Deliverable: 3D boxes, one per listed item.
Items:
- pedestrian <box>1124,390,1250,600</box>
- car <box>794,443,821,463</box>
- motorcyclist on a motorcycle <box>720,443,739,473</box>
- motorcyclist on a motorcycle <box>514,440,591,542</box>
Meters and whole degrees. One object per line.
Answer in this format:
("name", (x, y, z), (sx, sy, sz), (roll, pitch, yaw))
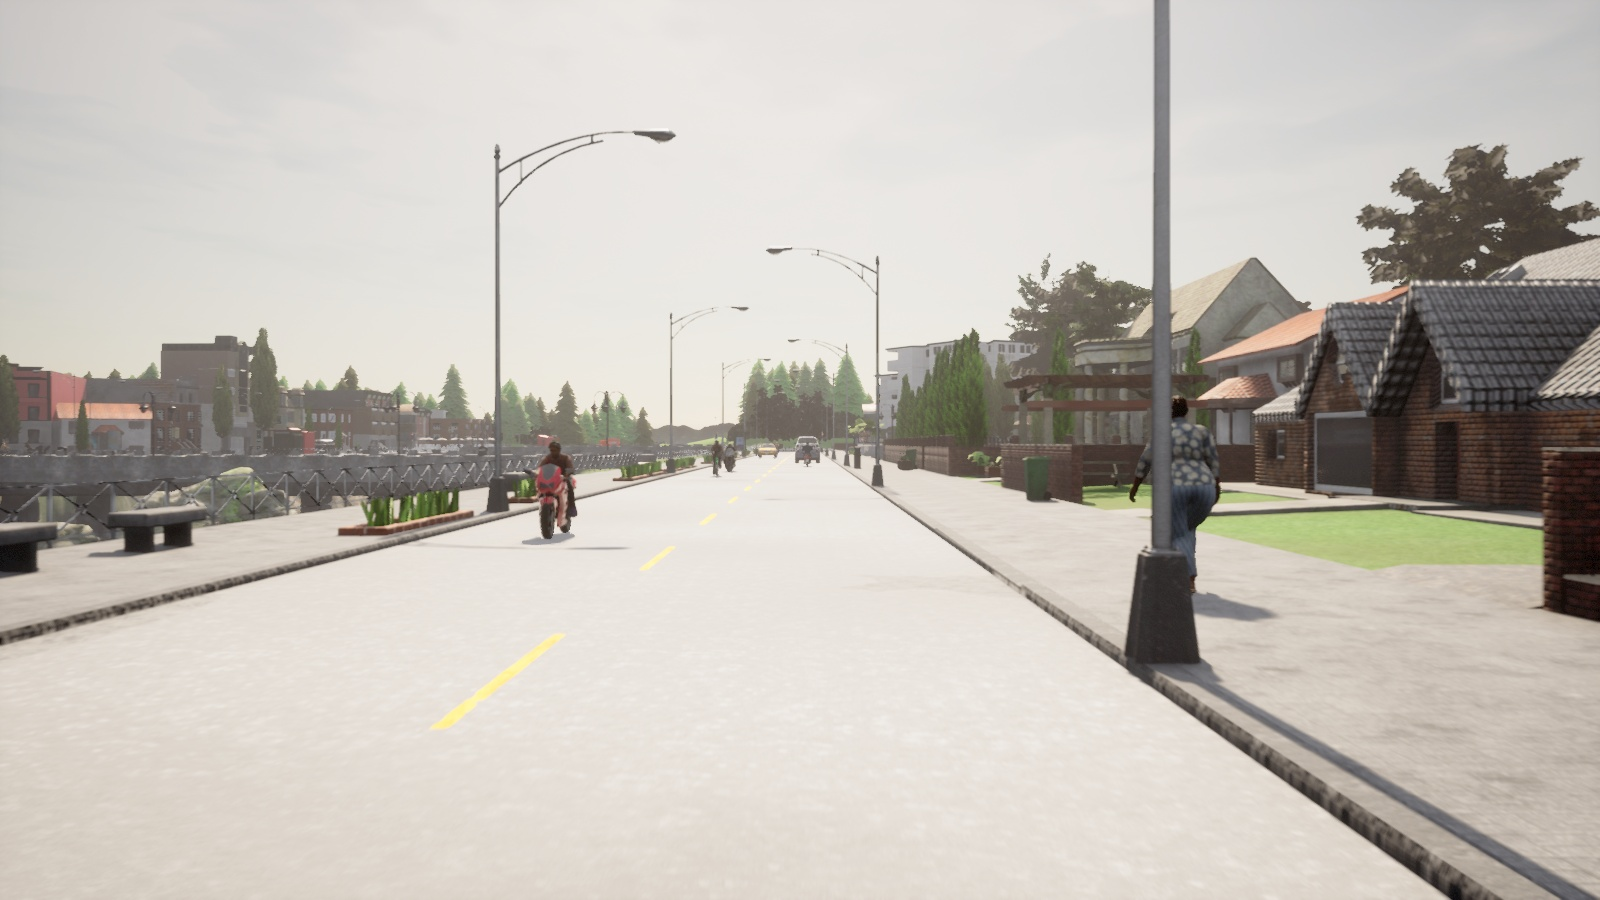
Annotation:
("pedestrian", (3.528, 0.394, 11.521), (0.874, 1.855, 0.900), (0, 0, 1))
("car", (0.563, 0.179, 94.646), (1.970, 1.475, 3.806), (0, 0, 0))
("motorcyclist on a motorcycle", (-3.613, 0.415, 64.516), (0.866, 1.530, 2.191), (0, 0, 0))
("motorcyclist on a motorcycle", (-3.871, 0.614, 19.806), (0.797, 1.523, 2.044), (0, 0, 0))
